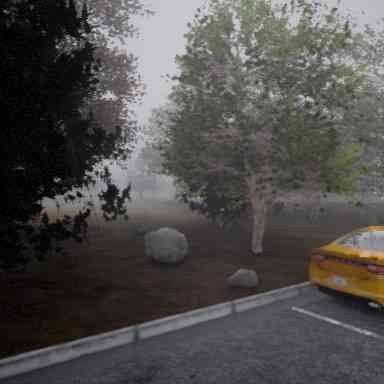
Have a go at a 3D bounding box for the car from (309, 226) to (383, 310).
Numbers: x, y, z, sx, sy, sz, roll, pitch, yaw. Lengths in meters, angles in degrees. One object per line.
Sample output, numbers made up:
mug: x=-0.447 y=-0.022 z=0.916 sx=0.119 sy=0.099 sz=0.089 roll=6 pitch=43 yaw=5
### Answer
car: x=4.782 y=1.501 z=7.451 sx=5.008 sy=1.535 sz=2.097 roll=0 pitch=1 yaw=-33
